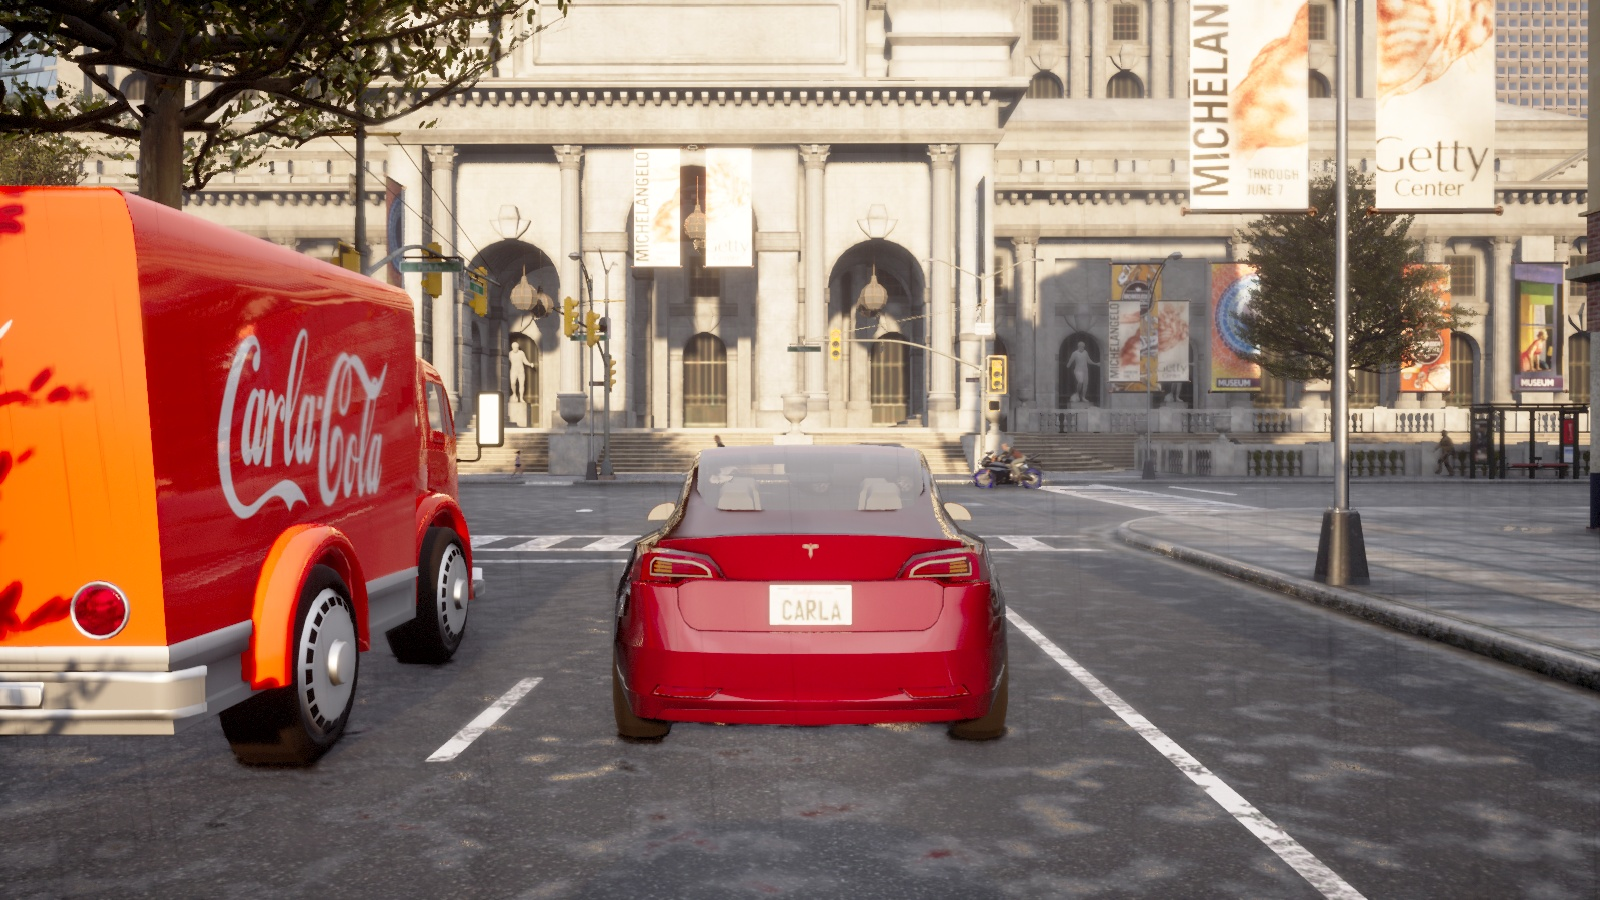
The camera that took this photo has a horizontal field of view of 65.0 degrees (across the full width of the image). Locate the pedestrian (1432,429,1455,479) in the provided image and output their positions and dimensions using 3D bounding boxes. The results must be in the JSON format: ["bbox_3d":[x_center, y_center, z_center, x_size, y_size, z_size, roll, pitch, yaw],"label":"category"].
[{"bbox_3d":[24.784,0.150,48.344,0.692,1.930,0.396,0,0,-8],"label":"pedestrian"}]

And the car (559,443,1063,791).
[{"bbox_3d":[0.058,0.702,7.783,2.163,1.488,4.792,0,0,0],"label":"car"}]

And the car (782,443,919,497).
[{"bbox_3d":[1.448,0.556,36.497,3.633,1.501,1.845,0,0,-13],"label":"car"}]

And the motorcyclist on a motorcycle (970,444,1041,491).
[{"bbox_3d":[6.690,0.556,40.921,2.191,1.530,0.866,0,0,1],"label":"motorcyclist on a motorcycle"}]

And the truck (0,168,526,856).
[{"bbox_3d":[-3.445,0.215,7.115,2.627,2.467,5.204,0,0,0],"label":"truck"}]
